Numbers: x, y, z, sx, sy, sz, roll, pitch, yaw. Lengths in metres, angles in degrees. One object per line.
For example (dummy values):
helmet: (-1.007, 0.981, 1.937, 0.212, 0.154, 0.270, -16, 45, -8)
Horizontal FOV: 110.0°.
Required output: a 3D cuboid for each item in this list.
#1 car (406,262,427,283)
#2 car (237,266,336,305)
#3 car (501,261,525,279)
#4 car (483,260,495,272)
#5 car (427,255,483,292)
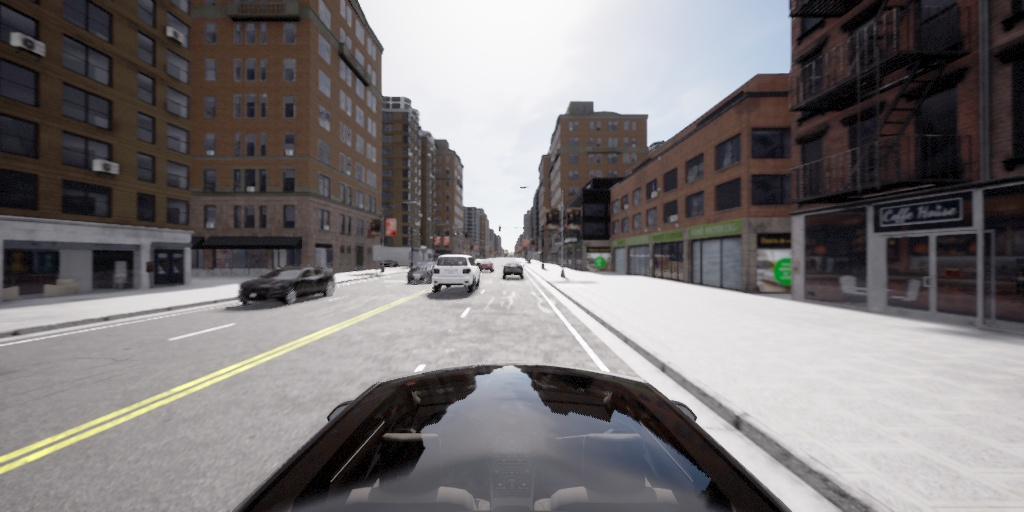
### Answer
car: (-6.604, 1.221, 27.396, 2.128, 1.511, 4.902, 0, 0, 0)
car: (-9.855, 1.215, 16.138, 1.882, 1.535, 5.008, 0, 0, 0)
car: (0.093, 1.229, 32.318, 1.837, 1.490, 4.892, 0, 0, 0)
car: (-3.220, 1.241, 44.068, 1.812, 1.442, 4.674, 0, 0, 0)
car: (-3.156, 0.954, 21.190, 2.150, 2.045, 5.566, 0, 0, 0)
